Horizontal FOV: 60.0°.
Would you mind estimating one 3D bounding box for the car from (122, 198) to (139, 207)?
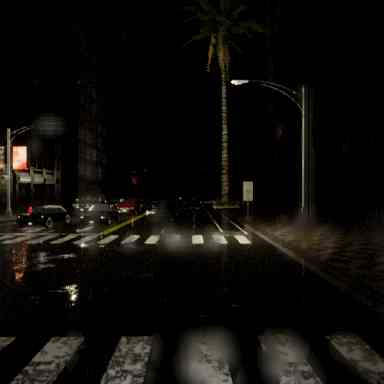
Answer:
[{"bbox_3d":[-9.598,1.635,52.268,1.895,1.301,4.718,0,0,1],"label":"car"}]

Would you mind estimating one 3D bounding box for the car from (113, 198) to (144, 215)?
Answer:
[{"bbox_3d":[-6.458,1.536,34.121,1.812,1.442,4.674,0,0,0],"label":"car"}]

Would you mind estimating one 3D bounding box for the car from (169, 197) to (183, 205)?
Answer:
[{"bbox_3d":[-2.936,1.609,57.709,1.994,1.385,4.181,0,0,1],"label":"car"}]

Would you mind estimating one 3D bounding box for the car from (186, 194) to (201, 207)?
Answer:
[{"bbox_3d":[0.208,1.258,53.417,2.150,2.045,5.566,0,0,0],"label":"car"}]

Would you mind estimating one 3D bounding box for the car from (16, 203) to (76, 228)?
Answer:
[{"bbox_3d":[-9.775,1.605,22.360,1.895,1.301,4.718,0,0,1],"label":"car"}]

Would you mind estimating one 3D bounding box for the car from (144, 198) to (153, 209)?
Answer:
[{"bbox_3d":[-6.412,1.526,44.551,1.837,1.490,4.892,0,0,0],"label":"car"}]

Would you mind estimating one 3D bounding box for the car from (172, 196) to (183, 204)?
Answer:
[{"bbox_3d":[-2.897,1.632,67.667,1.994,1.385,4.181,0,0,0],"label":"car"}]

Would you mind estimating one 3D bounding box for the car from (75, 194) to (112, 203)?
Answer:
[{"bbox_3d":[-9.721,1.231,32.118,2.150,2.045,5.566,0,0,0],"label":"car"}]

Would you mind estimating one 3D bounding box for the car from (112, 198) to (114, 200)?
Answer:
[{"bbox_3d":[-9.675,1.510,42.139,2.128,1.511,4.902,0,0,1],"label":"car"}]

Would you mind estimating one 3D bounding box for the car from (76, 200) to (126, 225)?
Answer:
[{"bbox_3d":[-6.504,1.553,24.164,2.033,1.411,5.357,0,0,0],"label":"car"}]
